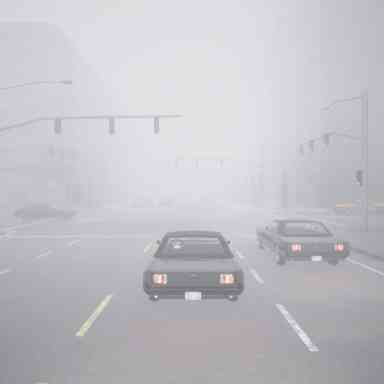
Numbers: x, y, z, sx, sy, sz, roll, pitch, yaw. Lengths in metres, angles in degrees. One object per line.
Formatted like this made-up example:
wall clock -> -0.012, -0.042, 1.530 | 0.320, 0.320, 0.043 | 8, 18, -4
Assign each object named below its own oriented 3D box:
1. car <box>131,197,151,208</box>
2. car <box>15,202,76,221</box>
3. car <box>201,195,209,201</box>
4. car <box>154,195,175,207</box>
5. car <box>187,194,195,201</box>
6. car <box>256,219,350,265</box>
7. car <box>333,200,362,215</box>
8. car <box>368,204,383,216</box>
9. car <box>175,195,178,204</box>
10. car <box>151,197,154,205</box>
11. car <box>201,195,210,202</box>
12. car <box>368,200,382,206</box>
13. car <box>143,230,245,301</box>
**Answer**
car -> -7.547, 1.504, 47.854 | 1.837, 1.490, 4.892 | 0, 0, 0
car -> -11.886, 1.564, 27.093 | 4.674, 1.442, 1.812 | 0, 0, 0
car -> 3.343, 1.552, 87.383 | 1.994, 1.385, 4.181 | 0, 0, 1
car -> -4.065, 1.547, 50.263 | 2.033, 1.411, 5.357 | 0, 0, 0
car -> -0.159, 1.355, 87.252 | 2.097, 1.767, 4.553 | 0, 0, 1
car -> 3.542, 1.601, 11.655 | 1.895, 1.301, 4.718 | 0, 0, 0
car -> 17.189, 1.533, 34.278 | 5.008, 1.535, 1.882 | 0, 0, 0
car -> 3.593, 1.221, 1.903 | 2.150, 2.045, 5.566 | 0, 0, 0
car -> -3.984, 1.504, 60.106 | 1.837, 1.490, 4.892 | 0, 0, 1
car -> -7.516, 1.547, 58.421 | 2.033, 1.411, 5.357 | 0, 0, 0
car -> 3.248, 1.595, 77.408 | 1.895, 1.301, 4.718 | 0, 0, 1
car -> 19.254, 1.546, 30.777 | 4.902, 1.511, 2.128 | 0, 0, 0
car -> 0.038, 1.601, 8.267 | 1.895, 1.301, 4.718 | 0, 0, 0
